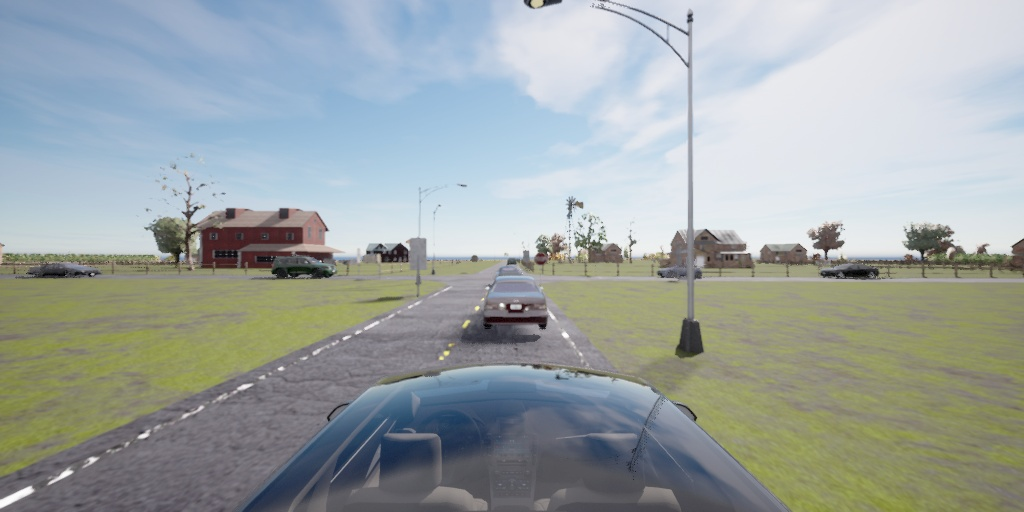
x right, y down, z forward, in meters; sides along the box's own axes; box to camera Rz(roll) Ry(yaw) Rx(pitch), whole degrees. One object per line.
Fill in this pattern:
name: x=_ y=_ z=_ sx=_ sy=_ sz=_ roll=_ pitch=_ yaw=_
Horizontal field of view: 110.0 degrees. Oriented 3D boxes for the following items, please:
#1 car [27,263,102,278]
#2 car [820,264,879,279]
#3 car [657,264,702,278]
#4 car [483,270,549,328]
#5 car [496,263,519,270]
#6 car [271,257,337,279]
car: x=-42.597 y=1.350 z=34.183 sx=5.357 sy=1.411 sz=2.033 roll=0 pitch=0 yaw=1
car: x=34.295 y=1.534 z=36.511 sx=5.008 sy=1.535 sz=1.882 roll=0 pitch=0 yaw=1
car: x=17.073 y=1.549 z=36.652 sx=4.181 sy=1.385 sz=1.994 roll=0 pitch=0 yaw=1
car: x=0.093 y=1.349 z=11.614 sx=2.033 sy=1.411 sz=5.357 roll=0 pitch=0 yaw=0
car: x=-0.307 y=1.440 z=26.284 sx=1.994 sy=1.385 sz=4.181 roll=0 pitch=0 yaw=-5
car: x=-19.668 y=1.082 z=33.986 sx=5.566 sy=2.045 sz=2.150 roll=0 pitch=0 yaw=1
